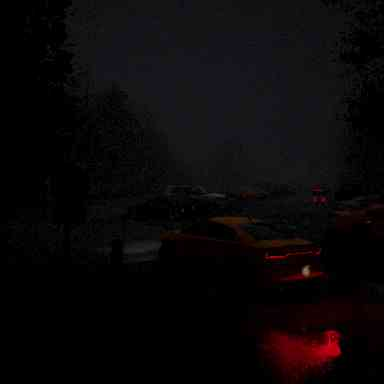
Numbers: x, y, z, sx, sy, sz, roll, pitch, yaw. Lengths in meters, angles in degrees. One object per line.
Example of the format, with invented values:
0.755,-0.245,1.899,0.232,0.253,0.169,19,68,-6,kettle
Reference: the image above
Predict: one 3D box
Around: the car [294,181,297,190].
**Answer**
17.336,-0.793,65.119,4.892,1.521,2.231,1,2,24,car

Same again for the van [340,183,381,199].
21.152,-0.162,42.014,4.442,1.987,1.878,1,2,24,van

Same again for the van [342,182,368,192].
31.648,-0.996,64.770,4.442,1.987,1.878,1,2,24,van

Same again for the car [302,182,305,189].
23.022,-1.257,77.773,5.008,1.535,2.097,1,2,24,car

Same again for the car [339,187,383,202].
19.064,0.293,37.055,4.792,1.488,2.163,1,3,24,car

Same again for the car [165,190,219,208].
-0.891,0.867,24.658,5.008,1.535,2.097,1,3,24,car

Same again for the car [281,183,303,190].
24.169,-1.309,80.301,4.674,1.452,2.002,1,2,24,car

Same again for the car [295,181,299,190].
18.464,-0.886,67.654,4.892,1.521,2.231,1,2,24,car

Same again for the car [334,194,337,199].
11.002,1.103,19.303,4.792,1.488,2.163,1,3,24,car

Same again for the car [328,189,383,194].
13.133,0.835,24.412,5.366,1.575,1.946,1,3,24,car

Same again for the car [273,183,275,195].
8.209,-0.045,44.884,4.892,1.521,2.231,1,3,24,car

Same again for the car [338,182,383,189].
15.601,0.358,29.359,5.566,2.045,2.435,1,3,24,car

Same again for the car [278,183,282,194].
10.520,-0.209,49.930,4.792,1.488,2.163,1,2,24,car

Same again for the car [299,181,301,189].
20.720,-1.197,72.719,4.553,1.767,2.185,1,2,24,car

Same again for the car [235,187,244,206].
1.552,0.633,29.642,5.366,1.575,1.946,1,3,24,car

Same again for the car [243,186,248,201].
2.528,0.518,32.244,4.892,1.521,2.231,1,3,24,car

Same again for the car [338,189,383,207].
16.687,0.521,31.918,4.792,1.488,2.163,1,3,24,car

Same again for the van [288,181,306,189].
28.611,-1.872,90.447,4.442,1.987,1.878,1,1,24,van

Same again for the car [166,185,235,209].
0.268,0.499,27.166,5.566,2.045,2.435,1,3,24,car

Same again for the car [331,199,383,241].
8.801,1.301,14.357,5.008,1.535,2.097,1,3,24,car

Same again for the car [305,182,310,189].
26.472,-1.784,85.340,5.566,2.045,2.435,1,2,24,car

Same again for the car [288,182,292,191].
15.025,-0.580,60.075,4.792,1.488,2.163,1,2,24,car

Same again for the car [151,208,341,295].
0.921,1.371,8.558,1.882,1.535,5.008,2,-1,-31,car

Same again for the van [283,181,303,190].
25.200,-1.669,82.870,4.442,1.987,1.878,1,2,24,van

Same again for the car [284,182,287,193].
12.746,-0.395,55.015,4.792,1.488,2.163,1,2,24,car

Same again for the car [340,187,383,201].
20.147,0.193,39.460,4.792,1.488,2.163,1,2,24,car

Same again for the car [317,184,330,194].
22.512,-0.486,56.805,1.882,1.535,5.008,1,2,24,car

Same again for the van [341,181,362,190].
38.260,-1.554,80.020,4.442,1.987,1.878,1,2,24,van

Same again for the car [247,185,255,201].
3.492,0.394,34.851,5.366,1.575,1.946,1,3,24,car

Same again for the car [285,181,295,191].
16.022,-0.708,62.667,5.366,1.575,1.946,1,2,24,car

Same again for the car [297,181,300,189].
19.440,-0.985,70.257,5.366,1.575,1.946,1,2,24,car

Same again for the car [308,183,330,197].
18.285,-0.129,47.422,2.128,1.511,4.902,1,2,24,car

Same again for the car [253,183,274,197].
7.248,0.059,42.284,5.366,1.575,1.946,1,3,24,car

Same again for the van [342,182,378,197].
23.637,-0.346,46.985,4.442,1.987,1.878,1,2,24,van

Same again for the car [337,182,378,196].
25.779,-0.559,52.092,5.566,2.045,2.435,1,2,24,car

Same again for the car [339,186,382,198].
22.399,-0.030,44.515,5.008,1.535,2.097,1,2,24,car

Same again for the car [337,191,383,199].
9.971,1.060,16.861,4.553,1.767,2.185,1,3,24,car

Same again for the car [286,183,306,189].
27.601,-1.566,87.856,4.792,1.488,2.163,1,2,24,car

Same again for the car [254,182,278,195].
9.384,-0.269,47.397,4.553,1.767,2.185,1,2,24,car

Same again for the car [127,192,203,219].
-2.062,1.012,22.144,4.792,1.488,2.163,1,3,24,car

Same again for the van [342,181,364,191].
36.196,-1.365,74.868,4.442,1.987,1.878,1,2,24,van

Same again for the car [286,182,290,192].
13.885,-0.488,57.545,4.792,1.488,2.163,1,2,24,car

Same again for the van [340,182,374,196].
24.561,-0.442,49.605,4.442,1.987,1.878,1,2,24,van

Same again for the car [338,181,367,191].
34.926,-1.301,72.402,5.566,2.045,2.435,1,2,24,car

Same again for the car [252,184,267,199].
5.821,0.159,40.019,5.366,1.575,1.946,1,3,24,car

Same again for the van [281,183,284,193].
11.740,-0.556,52.416,4.442,1.987,1.878,1,2,24,van
